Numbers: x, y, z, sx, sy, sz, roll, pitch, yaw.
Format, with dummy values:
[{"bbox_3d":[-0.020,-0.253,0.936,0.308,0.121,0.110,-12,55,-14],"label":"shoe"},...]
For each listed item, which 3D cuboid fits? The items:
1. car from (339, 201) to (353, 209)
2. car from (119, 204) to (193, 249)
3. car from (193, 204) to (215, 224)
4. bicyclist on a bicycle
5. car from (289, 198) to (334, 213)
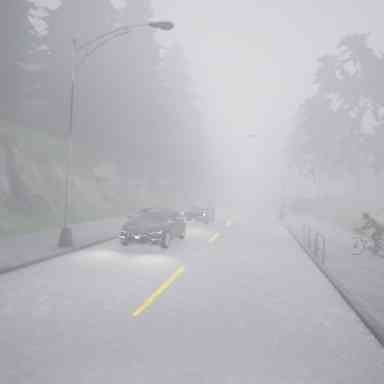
[{"bbox_3d":[27.828,2.393,60.046,1.994,1.381,4.181,3,0,11],"label":"car"},{"bbox_3d":[-1.506,1.412,14.412,1.837,1.490,4.892,3,0,11],"label":"car"},{"bbox_3d":[0.544,1.578,24.698,1.895,1.301,4.718,3,0,11],"label":"car"},{"bbox_3d":[6.669,1.613,12.480,1.656,1.620,0.582,2,0,11],"label":"bicyclist on a bicycle"},{"bbox_3d":[15.950,1.831,44.539,5.566,2.045,2.150,2,0,0],"label":"car"}]
